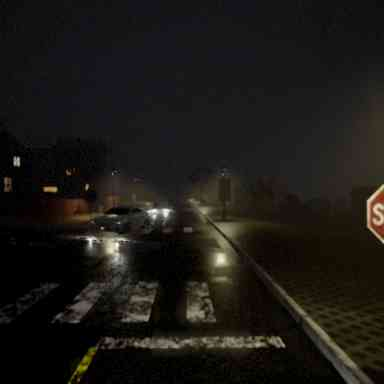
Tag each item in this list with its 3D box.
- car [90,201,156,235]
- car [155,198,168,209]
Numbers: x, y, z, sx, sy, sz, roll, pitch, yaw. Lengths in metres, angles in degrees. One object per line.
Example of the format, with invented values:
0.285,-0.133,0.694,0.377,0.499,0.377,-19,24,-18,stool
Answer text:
-3.842,1.489,18.643,1.812,1.442,4.674,1,1,14,car
-4.068,1.459,43.357,1.895,1.301,4.718,0,0,-2,car
